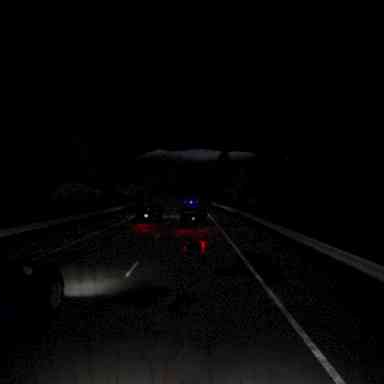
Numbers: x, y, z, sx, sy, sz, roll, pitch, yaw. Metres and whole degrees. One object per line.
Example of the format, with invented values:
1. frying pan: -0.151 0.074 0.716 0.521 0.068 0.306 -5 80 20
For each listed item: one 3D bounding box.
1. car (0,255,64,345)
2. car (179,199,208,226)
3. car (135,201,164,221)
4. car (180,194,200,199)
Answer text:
1. car: -3.401 1.527 4.568 1.812 1.442 4.674 0 0 0
2. car: 0.088 1.501 23.679 2.128 1.511 4.902 0 0 0
3. car: -3.433 1.515 27.237 1.837 1.490 4.892 0 0 0
4. car: -0.202 1.239 40.652 2.150 2.045 5.566 0 0 -2
